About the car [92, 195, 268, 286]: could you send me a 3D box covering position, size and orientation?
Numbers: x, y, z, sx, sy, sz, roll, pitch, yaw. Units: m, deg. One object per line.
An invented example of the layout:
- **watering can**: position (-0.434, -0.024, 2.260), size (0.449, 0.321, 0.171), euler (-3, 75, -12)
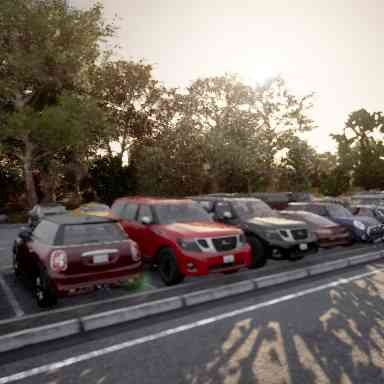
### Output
- **car**: position (-0.756, 1.198, 9.948), size (2.435, 2.045, 5.566), euler (0, 0, -36)

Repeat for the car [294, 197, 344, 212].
- **car**: position (13.879, 1.329, 36.565), size (2.163, 1.488, 4.792), euler (-1, 0, -36)

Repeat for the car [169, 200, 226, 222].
- **car**: position (0.366, 1.425, 26.831), size (2.163, 1.488, 4.792), euler (0, 0, -36)

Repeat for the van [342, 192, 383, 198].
- **van**: position (10.560, 1.153, 18.219), size (1.878, 1.987, 4.442), euler (0, 0, -36)

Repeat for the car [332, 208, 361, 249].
- **car**: position (3.790, 1.461, 13.231), size (2.002, 1.452, 4.674), euler (0, 0, -36)

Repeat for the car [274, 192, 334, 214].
- **car**: position (11.654, 1.069, 34.903), size (2.435, 2.045, 5.566), euler (-1, 0, -36)

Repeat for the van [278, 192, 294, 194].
- **van**: position (7.053, 1.128, 31.791), size (1.878, 1.987, 4.442), euler (0, 0, -36)

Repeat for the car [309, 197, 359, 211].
- **car**: position (16.177, 1.307, 38.137), size (2.163, 1.488, 4.792), euler (-1, 0, -36)

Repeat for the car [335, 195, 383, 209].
- **car**: position (20.676, 1.215, 41.384), size (2.097, 1.535, 5.008), euler (-1, 0, -36)

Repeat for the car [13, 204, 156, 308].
- **car**: position (-3.034, 1.338, 8.315), size (2.185, 1.767, 4.553), euler (0, 0, -36)

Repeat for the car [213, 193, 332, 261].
- **car**: position (1.524, 1.184, 11.578), size (2.435, 2.045, 5.566), euler (0, 0, -36)

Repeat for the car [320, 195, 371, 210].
- **car**: position (18.306, 1.243, 39.923), size (1.946, 1.575, 5.366), euler (-1, 0, -36)

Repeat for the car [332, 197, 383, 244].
- **car**: position (6.050, 1.281, 14.889), size (2.185, 1.767, 4.553), euler (0, 0, -36)

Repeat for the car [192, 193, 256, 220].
- **car**: position (2.589, 1.130, 28.491), size (2.435, 2.045, 5.566), euler (0, 0, -36)

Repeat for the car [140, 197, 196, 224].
- **car**: position (-1.928, 1.284, 25.263), size (2.185, 1.767, 4.553), euler (0, 0, -36)

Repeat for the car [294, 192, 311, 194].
- **car**: position (9.362, 1.088, 33.335), size (2.435, 2.045, 5.566), euler (0, 0, -36)

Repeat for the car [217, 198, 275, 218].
- **car**: position (4.757, 1.365, 30.234), size (1.946, 1.575, 5.366), euler (0, 0, -36)

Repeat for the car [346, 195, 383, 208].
- **car**: position (22.936, 1.183, 42.999), size (2.231, 1.521, 4.892), euler (-1, 1, -36)

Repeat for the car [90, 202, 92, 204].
- **car**: position (-6.316, 1.435, 21.859), size (1.946, 1.575, 5.366), euler (0, 0, -36)
